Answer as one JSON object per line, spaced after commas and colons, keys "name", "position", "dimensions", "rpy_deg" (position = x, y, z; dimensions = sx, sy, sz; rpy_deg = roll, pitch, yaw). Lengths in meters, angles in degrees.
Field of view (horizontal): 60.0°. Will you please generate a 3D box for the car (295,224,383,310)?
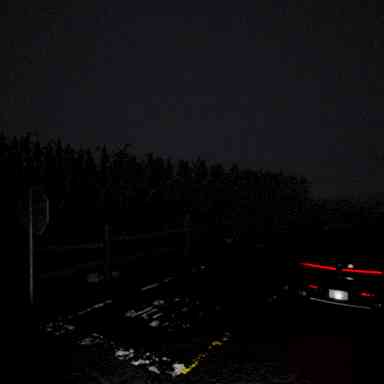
{"name": "car", "position": [3.803, 1.494, 7.676], "dimensions": [1.837, 1.490, 4.892], "rpy_deg": [0, 0, 33]}
